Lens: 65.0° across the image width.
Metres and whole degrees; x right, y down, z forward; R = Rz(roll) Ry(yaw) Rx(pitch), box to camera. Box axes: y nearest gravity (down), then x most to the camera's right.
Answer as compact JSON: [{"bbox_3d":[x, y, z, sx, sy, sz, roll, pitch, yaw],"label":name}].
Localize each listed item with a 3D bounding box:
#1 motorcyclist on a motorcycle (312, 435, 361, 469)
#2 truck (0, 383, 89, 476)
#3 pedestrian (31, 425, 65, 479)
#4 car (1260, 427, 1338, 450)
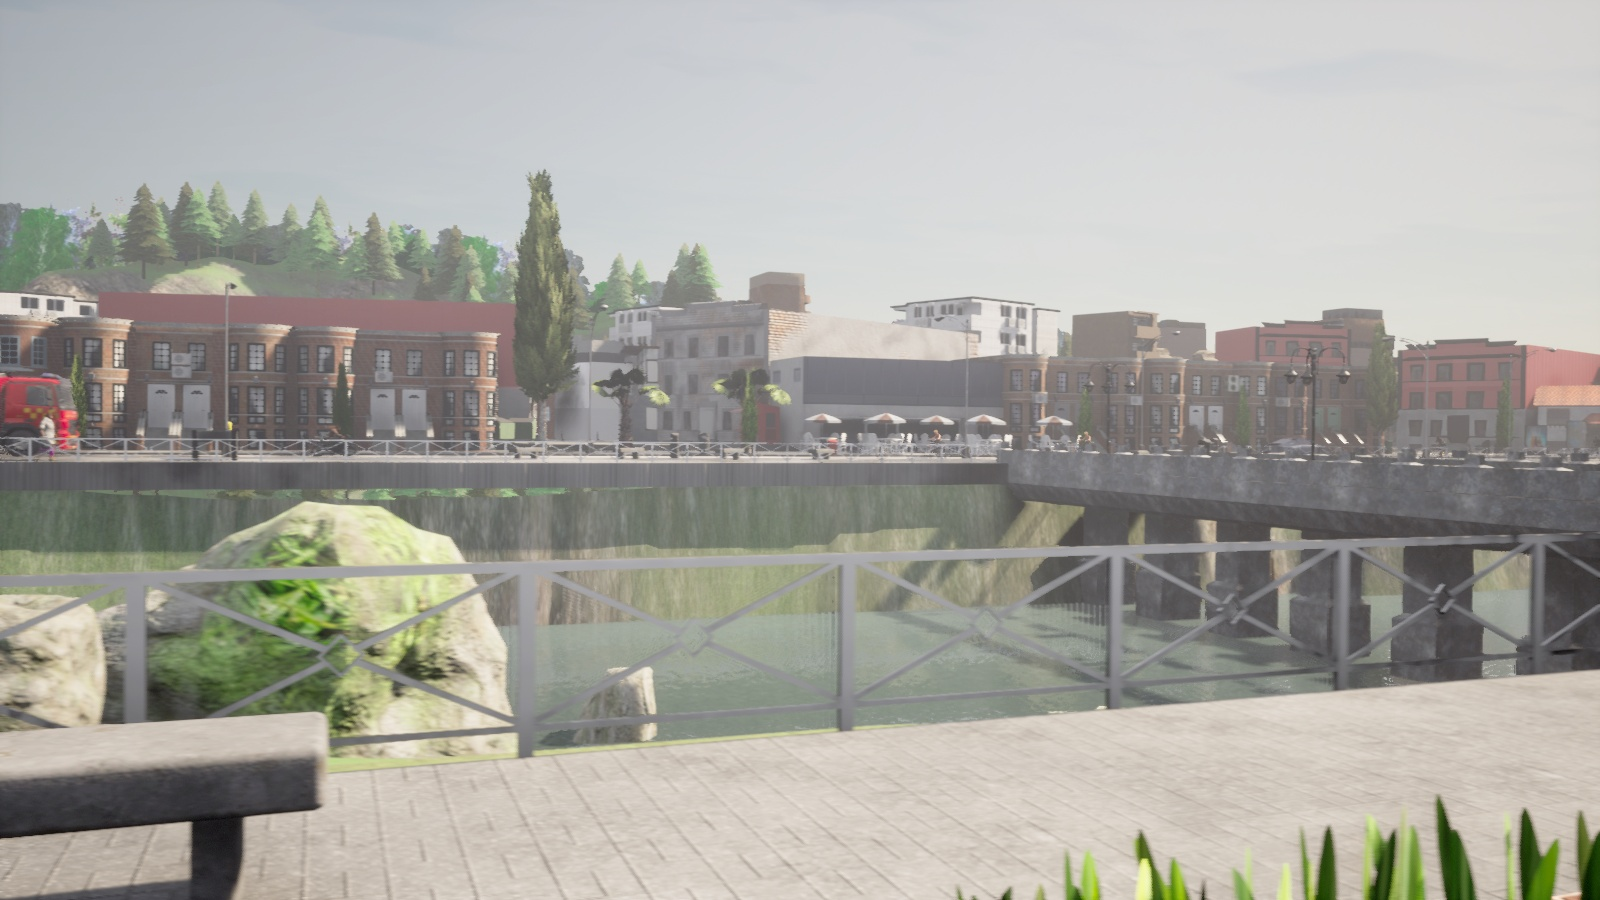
[{"bbox_3d":[-21.194,0.075,57.408,2.044,1.523,0.797,-1,1,-21],"label":"motorcyclist on a motorcycle"},{"bbox_3d":[-34.681,-0.842,52.270,8.468,3.827,2.891,-1,1,-21],"label":"truck"},{"bbox_3d":[-27.525,0.057,45.972,0.873,1.952,0.659,-1,1,-13],"label":"pedestrian"},{"bbox_3d":[30.633,-0.724,77.102,4.181,1.385,1.994,-1,1,-21],"label":"car"}]
